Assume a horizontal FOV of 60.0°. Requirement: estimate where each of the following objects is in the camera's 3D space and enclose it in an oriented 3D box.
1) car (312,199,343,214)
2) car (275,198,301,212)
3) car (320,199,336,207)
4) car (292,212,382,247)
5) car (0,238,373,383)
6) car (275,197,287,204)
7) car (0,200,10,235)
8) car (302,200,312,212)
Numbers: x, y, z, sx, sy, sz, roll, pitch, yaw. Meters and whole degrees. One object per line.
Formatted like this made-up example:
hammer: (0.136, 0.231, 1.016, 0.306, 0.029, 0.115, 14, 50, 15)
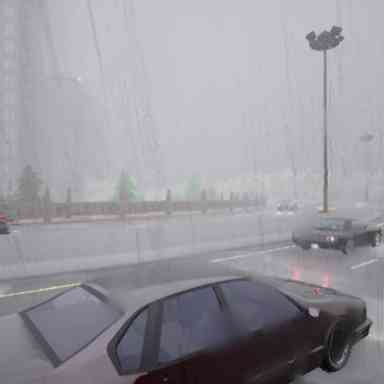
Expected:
car: (14.220, 1.791, 34.333, 1.882, 1.535, 5.008, 0, -1, 34)
car: (13.394, 1.809, 46.597, 2.097, 1.767, 4.553, 0, -1, 27)
car: (28.971, 2.317, 71.192, 2.128, 1.511, 4.902, 0, -1, 9)
car: (6.134, 1.708, 13.707, 4.718, 1.301, 1.895, 1, -1, -43)
car: (0.013, 1.574, 3.912, 5.357, 1.411, 2.033, 0, 0, -37)
car: (23.096, 2.248, 86.465, 2.097, 1.767, 4.553, 0, -1, 0)
car: (-10.653, 1.298, 13.677, 5.566, 2.045, 2.150, 0, 0, -36)
car: (16.397, 1.964, 44.762, 1.812, 1.442, 4.674, 0, -1, 27)
